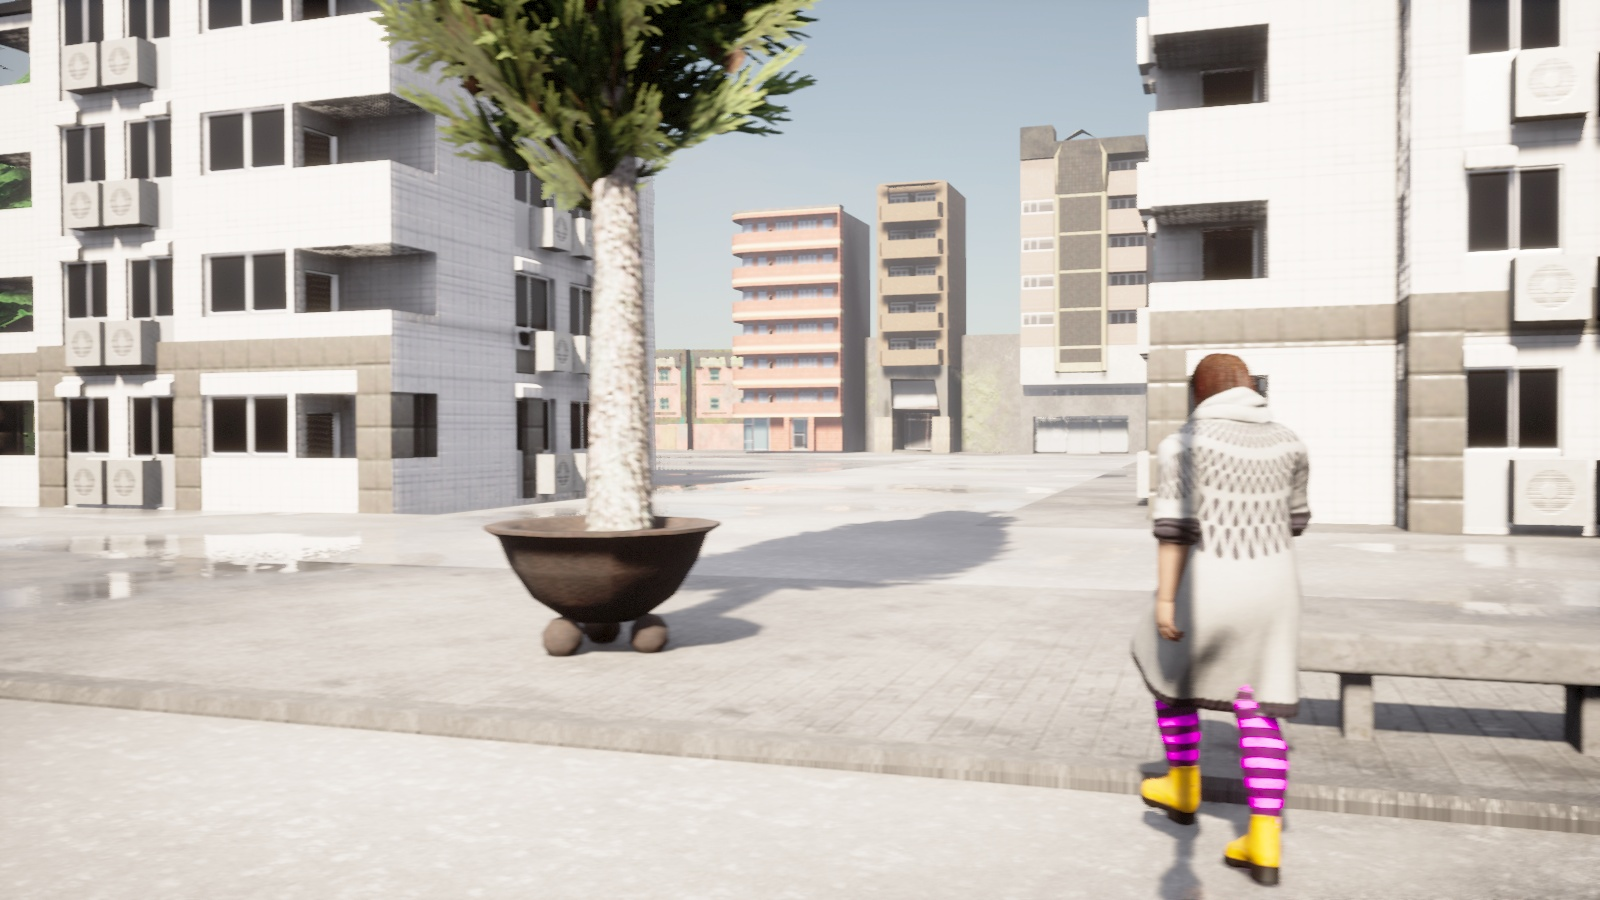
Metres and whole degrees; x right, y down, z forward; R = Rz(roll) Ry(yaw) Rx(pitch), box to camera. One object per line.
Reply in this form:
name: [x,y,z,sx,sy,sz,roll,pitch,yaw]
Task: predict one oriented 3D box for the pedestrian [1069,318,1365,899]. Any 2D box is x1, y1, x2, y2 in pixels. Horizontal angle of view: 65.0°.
pedestrian: [1.479,0.541,4.589,0.659,1.952,0.873,0,1,-12]
